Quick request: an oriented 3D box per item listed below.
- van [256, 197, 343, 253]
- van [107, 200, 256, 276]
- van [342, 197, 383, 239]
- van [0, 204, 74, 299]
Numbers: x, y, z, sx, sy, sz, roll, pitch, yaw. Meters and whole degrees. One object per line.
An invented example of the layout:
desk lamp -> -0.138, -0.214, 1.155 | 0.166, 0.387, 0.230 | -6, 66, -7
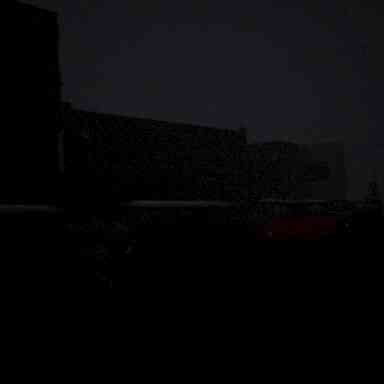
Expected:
van -> 4.026, 1.254, 13.589 | 4.442, 1.987, 1.878 | 1, 1, -39
van -> -0.352, 1.242, 10.111 | 4.442, 1.987, 1.878 | 1, 1, -38
van -> 8.284, 1.277, 17.218 | 4.442, 1.987, 1.878 | 1, 1, -44
van -> -4.832, 1.240, 6.785 | 4.442, 1.987, 1.878 | 1, 1, -37
